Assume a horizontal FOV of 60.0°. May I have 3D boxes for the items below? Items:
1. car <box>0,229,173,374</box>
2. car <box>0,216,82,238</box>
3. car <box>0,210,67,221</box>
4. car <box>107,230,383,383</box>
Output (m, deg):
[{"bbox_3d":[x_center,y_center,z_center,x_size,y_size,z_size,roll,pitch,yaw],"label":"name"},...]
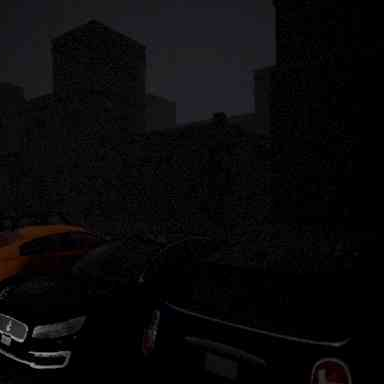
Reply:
[{"bbox_3d":[-0.788,1.485,5.924,2.231,1.521,4.892,0,0,36],"label":"car"},{"bbox_3d":[-3.055,1.487,7.527,2.097,1.535,5.008,0,0,35],"label":"car"},{"bbox_3d":[-5.299,1.366,9.171,2.185,1.767,4.553,0,0,35],"label":"car"},{"bbox_3d":[1.452,1.355,4.281,2.185,1.767,4.553,0,0,35],"label":"car"}]
